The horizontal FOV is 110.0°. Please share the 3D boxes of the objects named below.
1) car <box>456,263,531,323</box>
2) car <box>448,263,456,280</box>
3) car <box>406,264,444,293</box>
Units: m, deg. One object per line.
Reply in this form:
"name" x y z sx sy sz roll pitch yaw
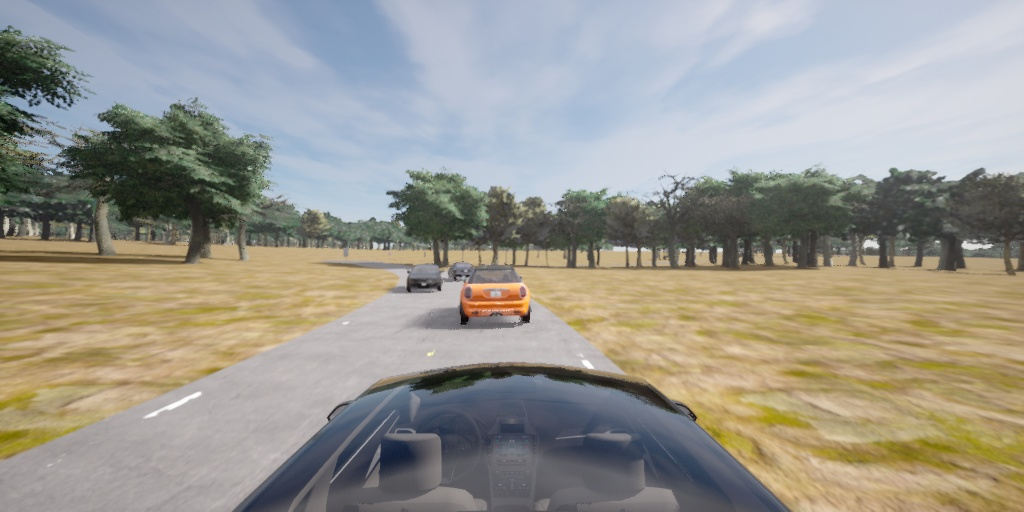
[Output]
"car" -0.673 1.088 12.230 2.097 1.767 4.553 0 0 -6
"car" -4.384 1.269 30.894 2.033 1.411 5.357 -1 0 -17
"car" -5.081 1.220 21.220 1.882 1.535 5.008 0 0 -11
